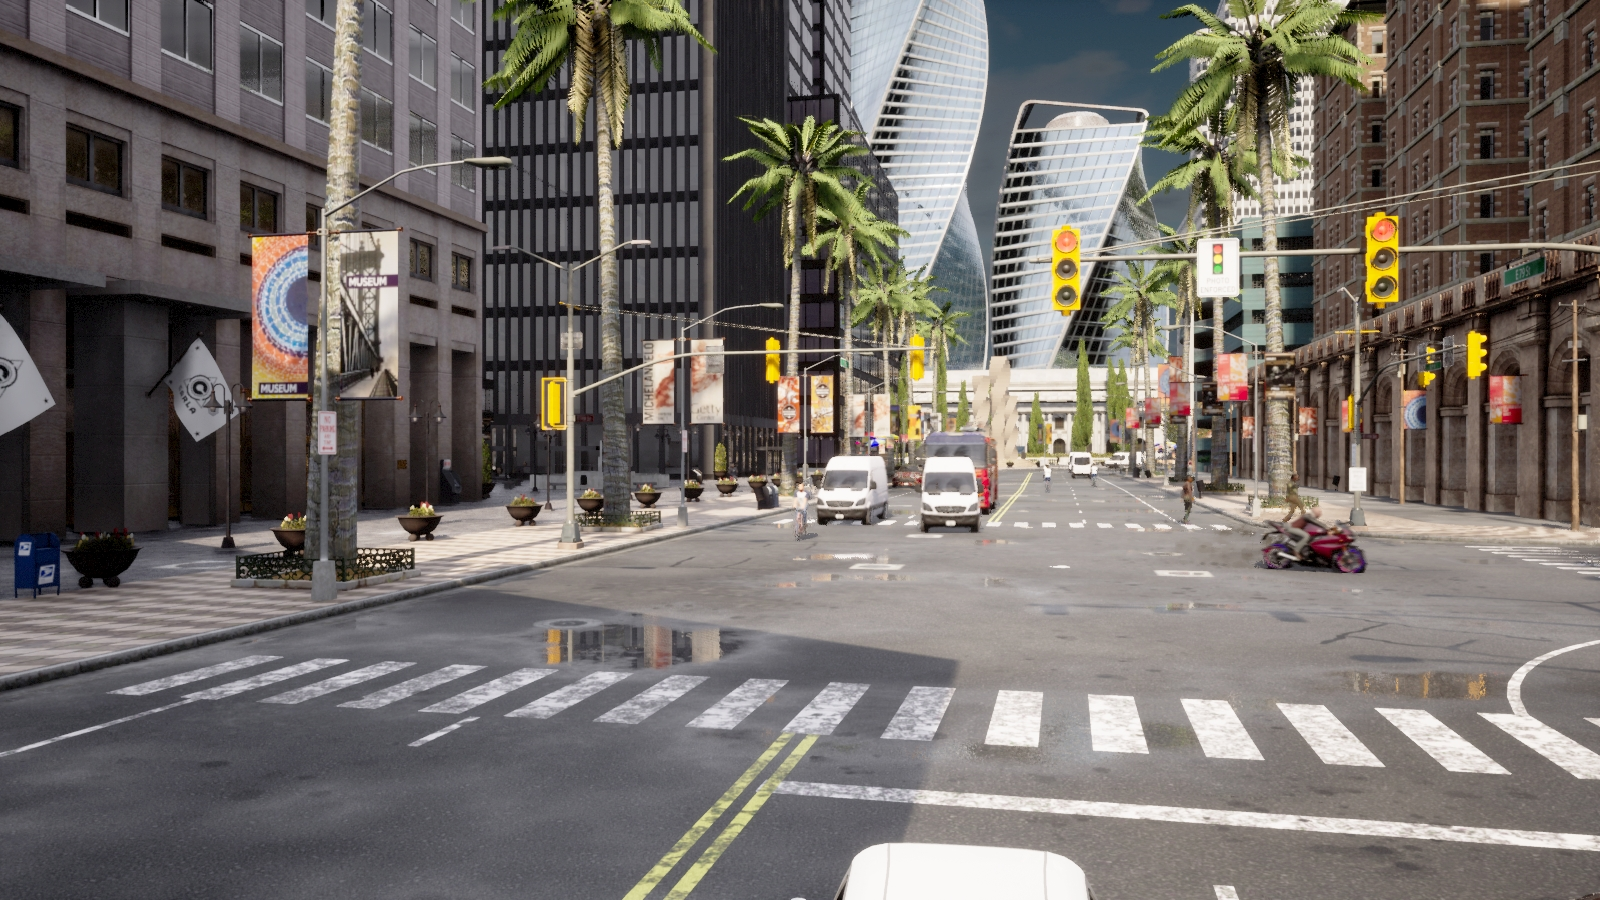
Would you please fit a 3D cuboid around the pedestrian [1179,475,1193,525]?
[{"bbox_3d":[14.314,1.849,42.375,0.375,1.860,0.375,0,0,-7],"label":"pedestrian"}]

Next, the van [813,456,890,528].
[{"bbox_3d":[2.076,1.534,44.341,1.988,2.561,5.915,0,0,13],"label":"van"}]

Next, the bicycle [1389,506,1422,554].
[{"bbox_3d":[16.750,2.206,31.629,0.373,1.196,1.643,0,0,13],"label":"bicycle"}]

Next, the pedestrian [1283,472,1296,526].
[{"bbox_3d":[17.051,1.696,39.818,0.375,1.860,0.375,0,0,28],"label":"pedestrian"}]

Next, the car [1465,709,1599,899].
[{"bbox_3d":[3.753,1.992,2.523,2.152,1.651,5.027,0,0,7],"label":"car"}]

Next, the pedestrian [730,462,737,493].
[{"bbox_3d":[-4.083,1.701,70.330,0.375,1.860,0.375,0,0,13],"label":"pedestrian"}]

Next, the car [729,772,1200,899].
[{"bbox_3d":[0.558,2.120,3.851,1.481,1.376,2.207,0,0,9],"label":"car"}]

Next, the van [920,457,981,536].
[{"bbox_3d":[5.261,1.534,40.486,1.988,2.561,5.915,0,0,6],"label":"van"}]

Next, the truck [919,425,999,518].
[{"bbox_3d":[7.331,0.891,51.732,2.891,3.827,8.468,0,0,13],"label":"truck"}]
